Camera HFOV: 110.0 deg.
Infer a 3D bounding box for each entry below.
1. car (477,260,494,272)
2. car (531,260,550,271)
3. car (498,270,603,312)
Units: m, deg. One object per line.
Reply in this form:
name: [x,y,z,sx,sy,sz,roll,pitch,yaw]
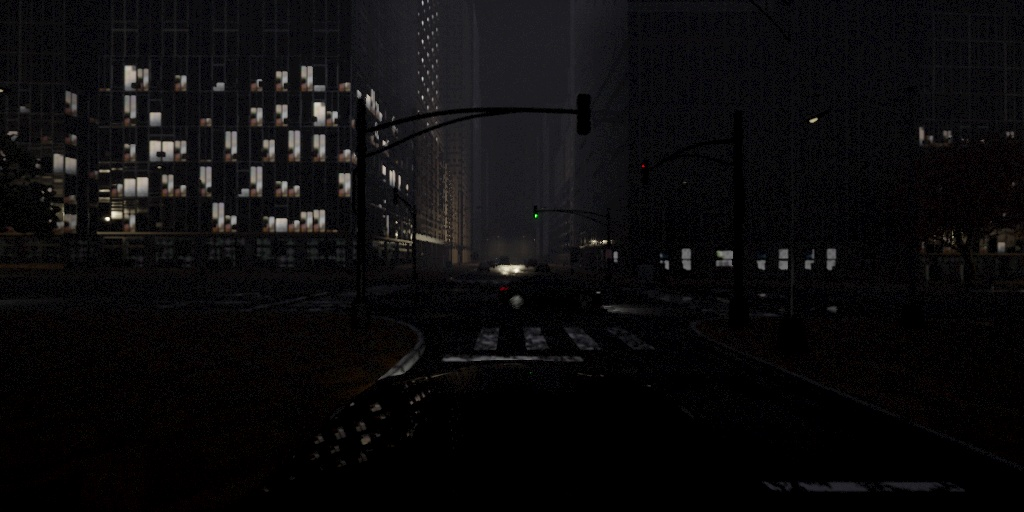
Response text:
car: [-4.028,1.620,51.739,1.802,1.307,4.207,0,0,0]
car: [3.925,1.576,46.247,1.948,1.339,4.313,0,0,0]
car: [1.524,1.435,14.572,4.181,1.385,1.994,1,-1,-3]
